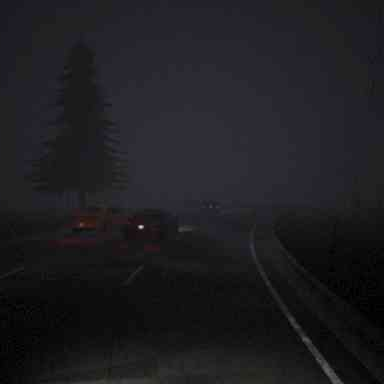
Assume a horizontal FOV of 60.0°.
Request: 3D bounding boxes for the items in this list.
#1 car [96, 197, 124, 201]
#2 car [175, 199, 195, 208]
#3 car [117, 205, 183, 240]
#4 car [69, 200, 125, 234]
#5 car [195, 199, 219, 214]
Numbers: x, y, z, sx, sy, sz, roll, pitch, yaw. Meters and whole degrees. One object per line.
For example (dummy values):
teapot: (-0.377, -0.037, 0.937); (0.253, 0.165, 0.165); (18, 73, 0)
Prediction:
car: (-13.193, 1.538, 52.947); (4.892, 1.490, 1.837); (0, 0, -2)
car: (-0.283, 1.583, 46.868); (4.718, 1.301, 1.895); (0, 0, 45)
car: (-1.977, 1.565, 17.122); (1.994, 1.385, 4.181); (0, 0, 10)
car: (-5.106, 1.491, 19.300); (1.882, 1.535, 5.008); (0, 0, 11)
car: (1.747, 1.526, 35.136); (2.033, 1.411, 5.357); (0, 0, -2)
